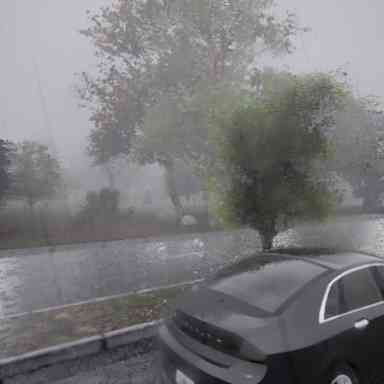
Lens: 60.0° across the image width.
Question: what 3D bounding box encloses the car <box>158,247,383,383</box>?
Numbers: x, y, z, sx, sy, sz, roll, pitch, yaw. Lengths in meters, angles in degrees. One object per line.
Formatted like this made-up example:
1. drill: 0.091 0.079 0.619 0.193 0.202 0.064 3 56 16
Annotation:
1. car: 1.909 1.518 4.487 4.892 1.490 1.837 0 0 -35
